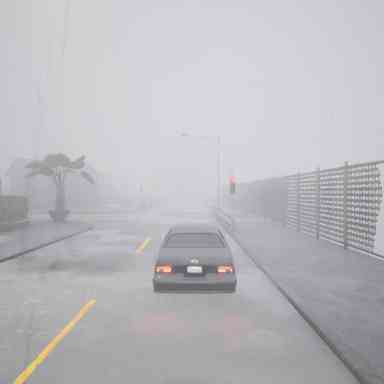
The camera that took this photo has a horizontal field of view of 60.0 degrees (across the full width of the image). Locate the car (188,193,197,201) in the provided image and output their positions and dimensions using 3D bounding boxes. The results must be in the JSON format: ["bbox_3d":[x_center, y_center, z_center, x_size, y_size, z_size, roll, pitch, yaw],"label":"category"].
[{"bbox_3d":[0.090,1.225,87.059,2.150,2.045,5.566,0,0,0],"label":"car"}]

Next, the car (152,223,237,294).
[{"bbox_3d":[0.073,1.547,8.955,2.033,1.411,5.357,0,0,1],"label":"car"}]
